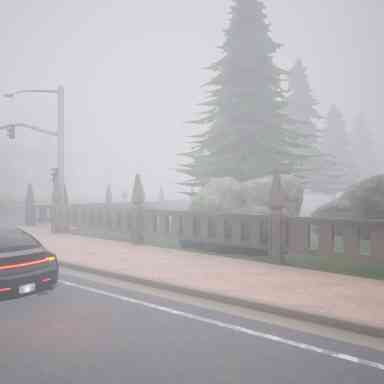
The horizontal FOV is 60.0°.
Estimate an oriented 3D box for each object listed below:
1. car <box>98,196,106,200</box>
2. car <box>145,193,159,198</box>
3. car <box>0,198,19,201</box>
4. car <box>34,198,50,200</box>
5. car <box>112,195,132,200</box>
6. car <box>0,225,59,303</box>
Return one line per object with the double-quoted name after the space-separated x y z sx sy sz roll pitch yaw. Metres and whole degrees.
-15.017 1.375 60.488 1.837 1.490 4.892 0 2 36 "car"
-7.639 0.996 64.760 2.128 1.511 4.902 0 4 36 "car"
-21.610 1.564 39.245 1.994 1.385 4.181 0 0 36 "car"
-21.114 1.547 45.937 2.033 1.411 5.357 0 0 36 "car"
-11.055 1.471 53.999 1.812 1.442 4.674 0 1 36 "car"
-4.960 1.505 7.473 4.892 1.490 1.837 0 0 36 "car"
